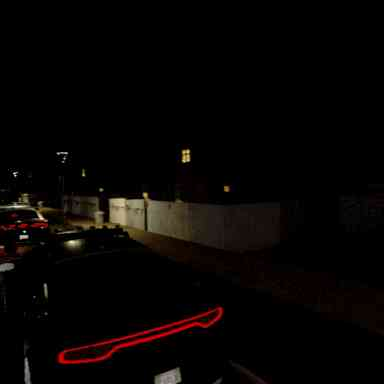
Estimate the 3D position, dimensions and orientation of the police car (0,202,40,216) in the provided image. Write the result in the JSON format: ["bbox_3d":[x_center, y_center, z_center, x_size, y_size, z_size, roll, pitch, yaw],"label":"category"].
[{"bbox_3d":[-7.062,1.292,13.325,1.930,1.638,5.238,-2,1,-33],"label":"police car"}]

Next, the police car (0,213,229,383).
[{"bbox_3d":[-1.615,1.340,4.936,1.930,1.638,5.238,-2,2,-33],"label":"police car"}]
